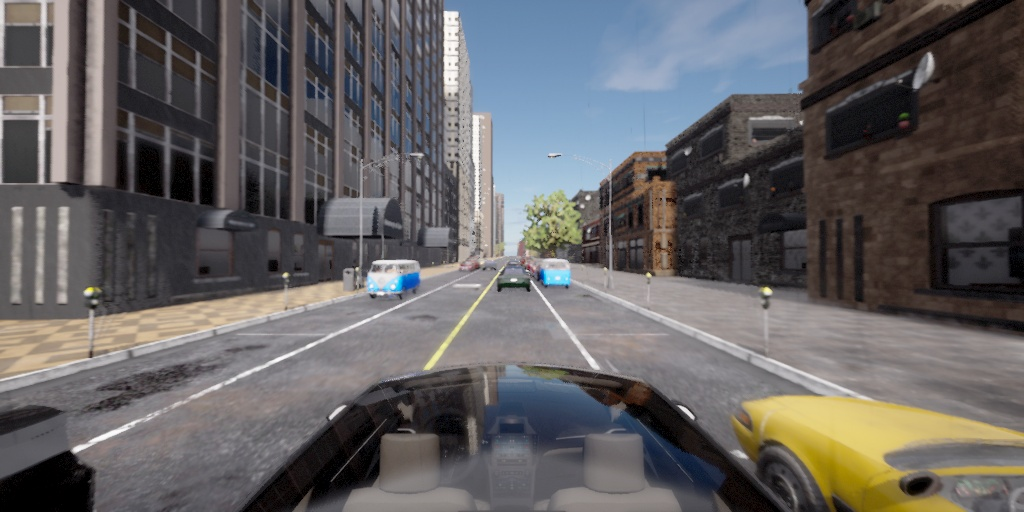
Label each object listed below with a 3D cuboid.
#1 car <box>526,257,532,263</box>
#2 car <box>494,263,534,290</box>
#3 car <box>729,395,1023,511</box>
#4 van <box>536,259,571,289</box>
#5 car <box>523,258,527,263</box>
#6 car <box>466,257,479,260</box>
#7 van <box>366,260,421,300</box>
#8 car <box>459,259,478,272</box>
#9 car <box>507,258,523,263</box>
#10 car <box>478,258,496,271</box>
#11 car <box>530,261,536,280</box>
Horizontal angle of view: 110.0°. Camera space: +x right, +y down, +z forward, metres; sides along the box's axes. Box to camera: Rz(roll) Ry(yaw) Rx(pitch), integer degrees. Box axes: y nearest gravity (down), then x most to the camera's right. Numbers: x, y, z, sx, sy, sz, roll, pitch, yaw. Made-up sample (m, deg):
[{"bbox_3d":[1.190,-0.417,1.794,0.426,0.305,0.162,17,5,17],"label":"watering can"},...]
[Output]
[{"bbox_3d":[2.701,1.181,34.197,1.967,1.591,4.097,0,0,0],"label":"car"},{"bbox_3d":[0.105,1.311,22.176,1.994,1.385,4.181,0,0,0],"label":"car"},{"bbox_3d":[2.692,1.275,1.088,1.751,1.417,4.829,0,0,0],"label":"car"},{"bbox_3d":[2.698,1.088,23.105,1.690,1.789,3.998,0,0,0],"label":"van"},{"bbox_3d":[2.705,1.278,45.291,1.888,1.381,4.507,0,0,0],"label":"car"},{"bbox_3d":[-5.674,1.042,50.837,2.192,1.841,5.009,0,0,0],"label":"car"},{"bbox_3d":[-5.684,1.090,17.560,1.690,1.789,3.998,0,0,0],"label":"van"},{"bbox_3d":[-5.676,1.315,45.291,1.802,1.307,4.207,0,0,0],"label":"car"},{"bbox_3d":[0.113,1.260,43.571,1.812,1.442,4.674,0,0,0],"label":"car"},{"bbox_3d":[-2.989,1.277,48.711,2.033,1.411,5.357,0,0,0],"label":"car"},{"bbox_3d":[2.700,1.310,28.651,1.948,1.339,4.313,0,0,0],"label":"car"}]
